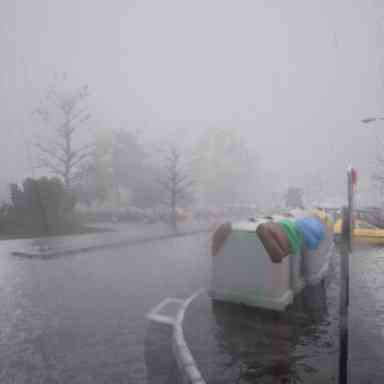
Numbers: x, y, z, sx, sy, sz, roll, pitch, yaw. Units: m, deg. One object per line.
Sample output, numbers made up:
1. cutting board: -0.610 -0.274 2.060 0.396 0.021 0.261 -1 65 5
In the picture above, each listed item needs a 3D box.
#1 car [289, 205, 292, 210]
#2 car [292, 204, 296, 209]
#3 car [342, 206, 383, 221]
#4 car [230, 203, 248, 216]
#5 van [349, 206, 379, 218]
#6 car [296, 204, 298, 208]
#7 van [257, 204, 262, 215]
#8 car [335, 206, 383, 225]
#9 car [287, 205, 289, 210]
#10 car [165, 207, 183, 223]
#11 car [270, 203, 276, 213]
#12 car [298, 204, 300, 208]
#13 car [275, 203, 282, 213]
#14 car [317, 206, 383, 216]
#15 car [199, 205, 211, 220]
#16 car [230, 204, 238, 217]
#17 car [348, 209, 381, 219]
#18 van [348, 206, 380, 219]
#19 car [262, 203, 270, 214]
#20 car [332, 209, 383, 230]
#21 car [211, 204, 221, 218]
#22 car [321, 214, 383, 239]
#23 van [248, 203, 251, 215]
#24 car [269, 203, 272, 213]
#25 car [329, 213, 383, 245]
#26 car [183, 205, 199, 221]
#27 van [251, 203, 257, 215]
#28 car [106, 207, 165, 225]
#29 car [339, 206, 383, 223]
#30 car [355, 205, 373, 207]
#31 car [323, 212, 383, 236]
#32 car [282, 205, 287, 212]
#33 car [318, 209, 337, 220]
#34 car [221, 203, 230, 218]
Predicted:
1. car: 20.445 3.945 78.981 5.008 1.535 2.097 1 -1 7
2. car: 23.062 4.167 84.277 4.792 1.488 2.163 1 -1 7
3. car: 26.491 3.258 51.293 5.566 2.045 2.435 2 -1 8
4. car: 5.180 2.618 50.068 5.566 2.045 2.435 1 -1 8
5. van: 31.986 3.671 61.932 4.442 1.987 1.878 2 -1 8
6. car: 24.435 4.265 86.936 4.792 1.488 2.163 1 -2 6
7. van: 9.509 2.939 57.938 4.442 1.987 1.878 1 -2 8
8. car: 20.792 2.861 40.684 5.566 2.045 2.435 2 -1 8
9. car: 19.119 3.722 76.345 4.553 1.767 2.185 1 -1 7
10. car: -3.763 2.242 33.200 4.892 1.521 2.231 1 -1 8
11. car: 13.601 3.487 65.825 4.792 1.488 2.163 1 -2 8
12. car: 25.699 4.331 89.596 5.008 1.535 2.097 1 -1 6
13. car: 14.940 3.303 68.461 5.566 2.045 2.435 1 -1 8
14. car: 10.903 2.161 22.109 5.566 2.045 2.435 2 -1 8
15. car: -0.552 2.494 39.188 4.792 1.488 2.163 1 -2 8
16. car: 3.806 2.811 47.435 4.674 1.452 2.002 1 -2 8
17. car: 30.714 3.834 59.253 4.792 1.488 2.163 2 -1 8
18. van: 29.168 3.474 56.610 4.442 1.987 1.878 2 -1 8
19. car: 10.970 3.261 60.547 5.366 1.575 1.946 1 -2 8
20. car: 16.542 2.692 32.739 4.553 1.767 2.185 2 -1 8
21. car: 0.986 2.450 42.191 4.553 1.767 2.185 1 -2 8
22. car: 12.290 2.558 24.757 4.674 1.452 2.002 2 -1 8
23. van: 6.721 2.743 52.679 4.442 1.987 1.878 1 -2 8
24. car: 12.148 3.388 63.198 4.792 1.488 2.163 1 -1 8
25. car: 9.620 2.301 19.414 5.366 1.575 1.946 2 -1 8
26. car: -2.358 2.347 36.217 5.366 1.575 1.946 1 -1 8
27. van: 8.114 2.841 55.308 4.442 1.987 1.878 1 -2 8
28. car: -5.369 2.129 30.212 4.892 1.521 2.231 1 -2 8
29. car: 23.670 3.061 45.992 5.566 2.045 2.435 2 -1 8
30. car: 17.966 2.665 35.379 5.566 2.045 2.435 2 -1 8
31. car: 13.725 2.621 27.420 5.008 1.535 2.097 2 -1 8
32. car: 17.727 3.751 73.710 4.892 1.521 2.231 1 -1 8
33. car: 20.263 3.300 49.780 2.128 1.511 4.902 1 -1 28
34. car: 2.445 2.548 44.801 4.553 1.767 2.185 1 -1 8
